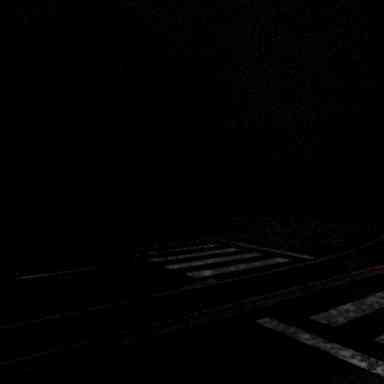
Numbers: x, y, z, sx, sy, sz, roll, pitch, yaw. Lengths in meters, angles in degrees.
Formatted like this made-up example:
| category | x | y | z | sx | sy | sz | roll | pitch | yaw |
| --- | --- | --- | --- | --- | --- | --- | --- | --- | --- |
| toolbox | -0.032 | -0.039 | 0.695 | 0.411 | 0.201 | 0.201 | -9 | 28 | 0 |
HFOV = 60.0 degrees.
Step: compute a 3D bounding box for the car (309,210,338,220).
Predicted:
| category | x | y | z | sx | sy | sz | roll | pitch | yaw |
| --- | --- | --- | --- | --- | --- | --- | --- | --- | --- |
| car | 20.691 | 3.663 | 52.477 | 4.902 | 1.511 | 2.128 | 4 | -3 | -21 |
